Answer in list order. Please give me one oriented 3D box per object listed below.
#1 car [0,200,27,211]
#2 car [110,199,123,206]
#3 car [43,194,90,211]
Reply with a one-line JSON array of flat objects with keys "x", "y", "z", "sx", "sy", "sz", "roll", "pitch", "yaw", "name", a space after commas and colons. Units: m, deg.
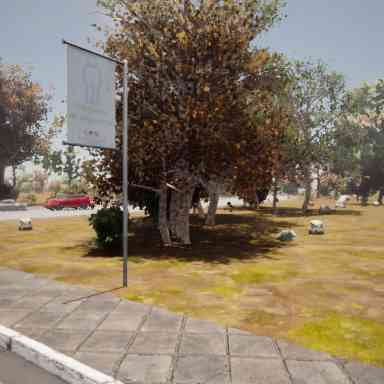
[{"x": -21.600, "y": 1.598, "z": 38.029, "sx": 1.895, "sy": 1.301, "sz": 4.718, "roll": 0, "pitch": 0, "yaw": 39, "name": "car"}, {"x": -10.745, "y": 1.509, "z": 51.902, "sx": 1.994, "sy": 1.385, "sz": 4.181, "roll": 0, "pitch": 0, "yaw": 37, "name": "car"}, {"x": -15.122, "y": 1.209, "z": 40.557, "sx": 2.150, "sy": 2.045, "sz": 5.566, "roll": 0, "pitch": 0, "yaw": 38, "name": "car"}]
